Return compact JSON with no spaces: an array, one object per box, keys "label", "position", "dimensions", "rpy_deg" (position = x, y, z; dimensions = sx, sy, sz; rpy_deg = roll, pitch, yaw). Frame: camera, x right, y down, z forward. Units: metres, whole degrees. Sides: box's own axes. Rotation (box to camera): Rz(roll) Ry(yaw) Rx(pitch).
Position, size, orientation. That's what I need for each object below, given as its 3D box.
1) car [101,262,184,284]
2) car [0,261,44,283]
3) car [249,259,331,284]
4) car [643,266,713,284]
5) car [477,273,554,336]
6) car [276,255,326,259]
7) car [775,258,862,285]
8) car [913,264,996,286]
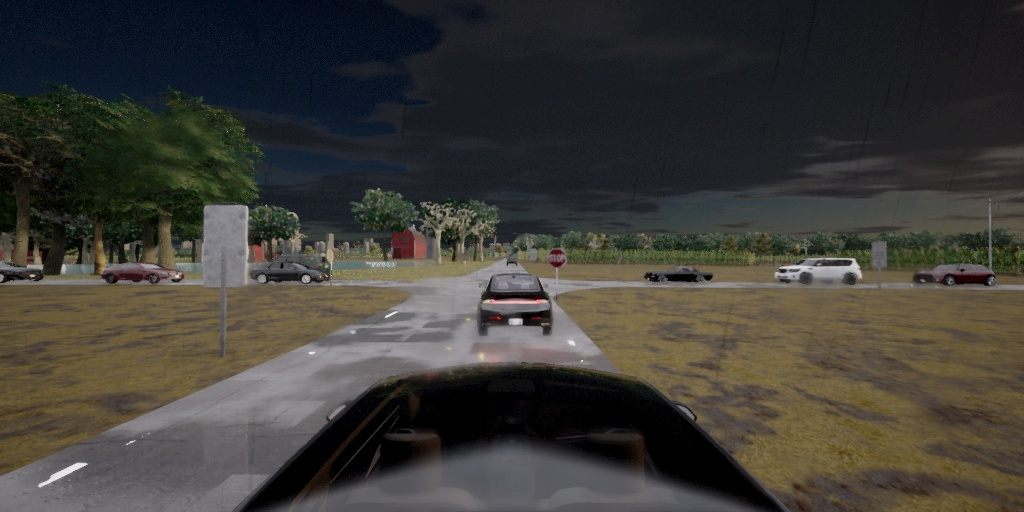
[{"label":"car","position":[-25.499,1.148,24.800],"dimensions":[4.674,1.442,1.812],"rpy_deg":[0,-1,0]},{"label":"car","position":[-35.680,1.084,24.808],"dimensions":[5.008,1.535,1.882],"rpy_deg":[0,-1,0]},{"label":"car","position":[-15.287,1.163,24.859],"dimensions":[4.892,1.490,1.837],"rpy_deg":[0,-1,-2]},{"label":"car","position":[12.737,1.458,27.702],"dimensions":[4.718,1.301,1.895],"rpy_deg":[0,-1,-2]},{"label":"car","position":[0.059,1.243,10.360],"dimensions":[2.128,1.511,4.902],"rpy_deg":[0,0,-1]},{"label":"car","position":[-17.137,0.924,27.895],"dimensions":[5.566,2.045,2.150],"rpy_deg":[0,-1,-2]},{"label":"car","position":[23.656,1.162,27.773],"dimensions":[5.566,2.045,2.150],"rpy_deg":[1,-1,0]},{"label":"car","position":[34.123,1.382,27.767],"dimensions":[4.553,1.767,2.097],"rpy_deg":[1,-1,0]}]
